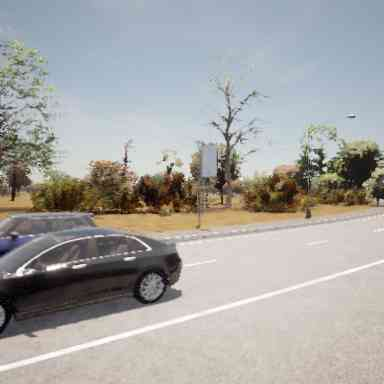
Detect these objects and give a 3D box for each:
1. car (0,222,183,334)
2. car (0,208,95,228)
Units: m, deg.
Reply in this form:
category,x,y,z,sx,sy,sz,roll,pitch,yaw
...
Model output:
category,x,y,z,sx,sy,sz,roll,pitch,yaw
car,-2.462,1.525,6.626,4.892,1.490,1.837,0,0,-36
car,-4.658,1.383,9.360,4.553,1.767,2.097,0,0,-36
